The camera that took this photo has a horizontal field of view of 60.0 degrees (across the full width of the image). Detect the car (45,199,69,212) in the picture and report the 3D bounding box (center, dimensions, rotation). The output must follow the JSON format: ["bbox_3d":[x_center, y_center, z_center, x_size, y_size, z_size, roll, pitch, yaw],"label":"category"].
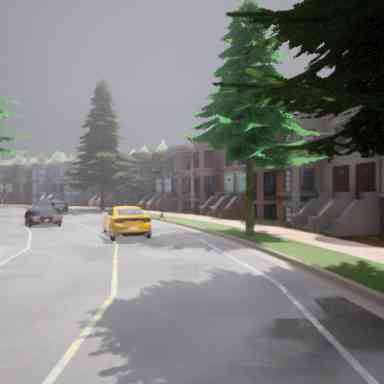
[{"bbox_3d":[-14.371,1.482,34.200,2.128,1.511,4.902,0,0,-43],"label":"car"}]

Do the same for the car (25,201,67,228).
[{"bbox_3d":[-9.991,1.561,22.281,1.994,1.385,4.181,0,0,-31],"label":"car"}]

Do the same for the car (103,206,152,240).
[{"bbox_3d":[-3.409,1.456,17.017,1.882,1.535,5.008,0,0,-20],"label":"car"}]
